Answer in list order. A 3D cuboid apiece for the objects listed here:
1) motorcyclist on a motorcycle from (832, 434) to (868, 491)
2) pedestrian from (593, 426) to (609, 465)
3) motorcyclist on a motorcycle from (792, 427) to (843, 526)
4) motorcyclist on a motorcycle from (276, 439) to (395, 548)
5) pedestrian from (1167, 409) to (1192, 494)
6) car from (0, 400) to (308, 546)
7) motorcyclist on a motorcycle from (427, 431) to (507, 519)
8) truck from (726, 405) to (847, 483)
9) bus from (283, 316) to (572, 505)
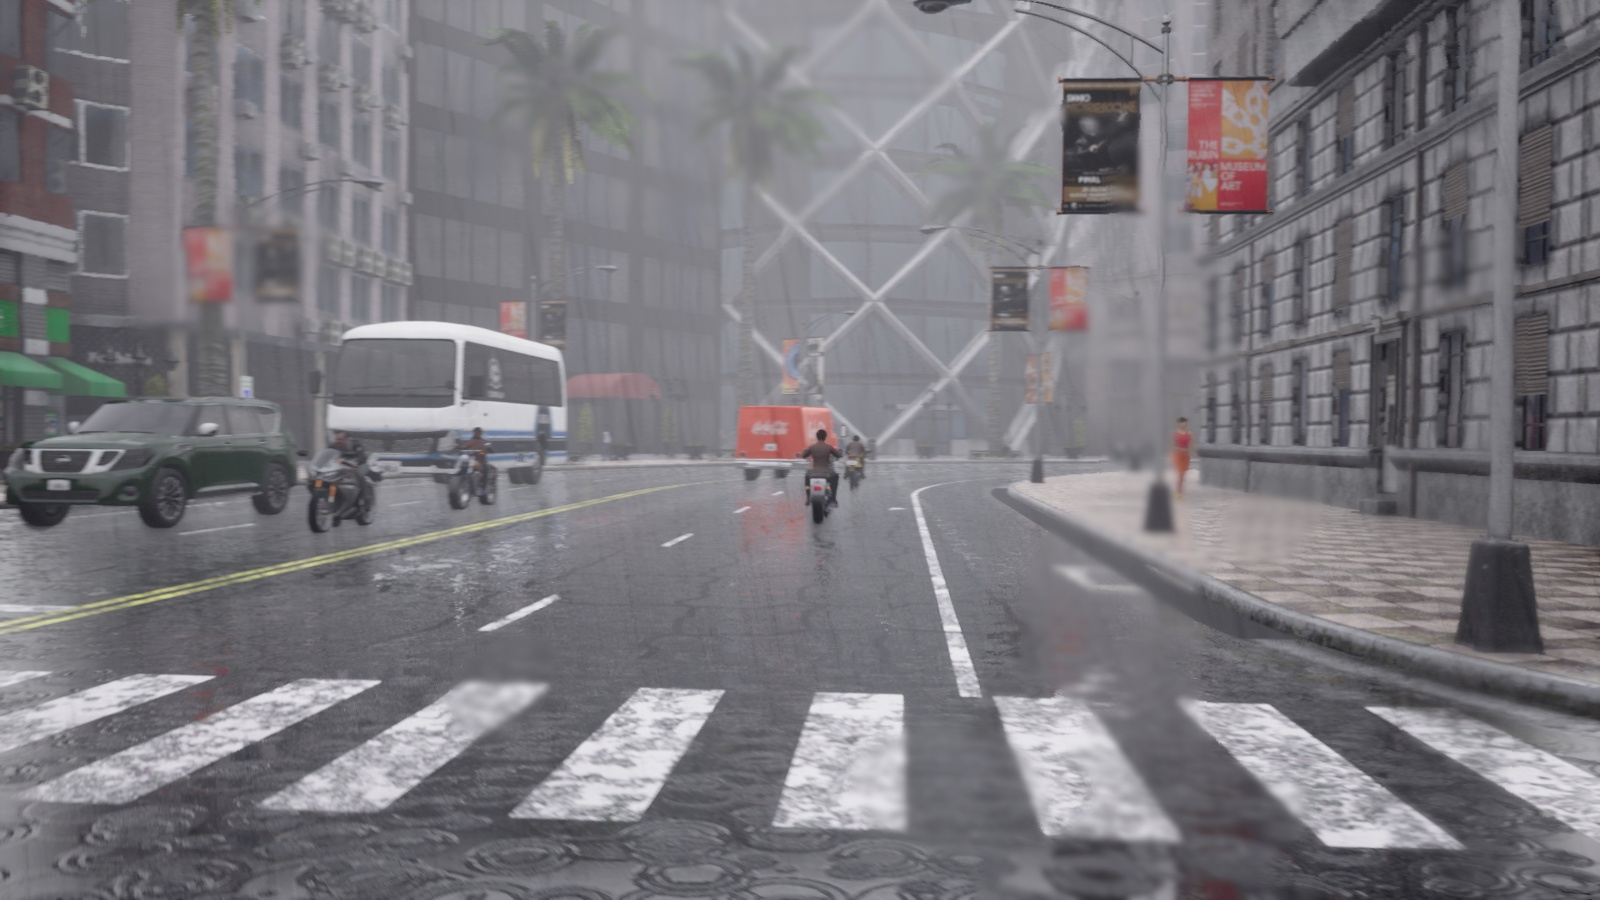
[{"bbox_3d":[1.396,0.326,34.641,0.797,1.523,2.044,0,1,8],"label":"motorcyclist on a motorcycle"},{"bbox_3d":[-9.449,-0.195,59.577,0.354,1.836,0.706,0,1,29],"label":"pedestrian"},{"bbox_3d":[0.331,0.438,22.157,0.766,1.649,2.350,0,0,4],"label":"motorcyclist on a motorcycle"},{"bbox_3d":[-6.963,0.610,18.957,0.866,1.530,2.191,0,1,3],"label":"motorcyclist on a motorcycle"},{"bbox_3d":[8.268,0.031,27.374,0.345,1.836,0.594,0,1,-1],"label":"pedestrian"},{"bbox_3d":[-10.339,0.302,20.438,2.150,2.045,5.566,0,1,4],"label":"car"},{"bbox_3d":[-6.506,0.459,24.674,0.766,1.649,2.350,0,1,4],"label":"motorcyclist on a motorcycle"},{"bbox_3d":[-0.356,-0.215,42.352,2.627,2.467,5.204,0,1,17],"label":"truck"},{"bbox_3d":[-9.371,-0.944,33.503,3.944,4.253,10.273,0,1,4],"label":"bus"}]
